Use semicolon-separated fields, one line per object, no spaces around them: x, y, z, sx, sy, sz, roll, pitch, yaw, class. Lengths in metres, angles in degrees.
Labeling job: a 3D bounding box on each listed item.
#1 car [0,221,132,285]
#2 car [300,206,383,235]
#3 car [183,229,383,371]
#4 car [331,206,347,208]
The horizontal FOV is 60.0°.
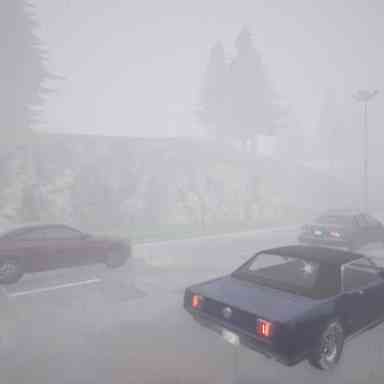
-4.044;1.583;9.694;4.674;1.442;1.812;0;0;-38;car
6.547;1.536;13.832;5.357;1.411;2.033;0;0;-40;car
2.245;1.601;5.729;4.718;1.301;1.895;0;0;-39;car
9.696;1.547;21.088;4.181;1.385;1.994;0;0;-40;car
